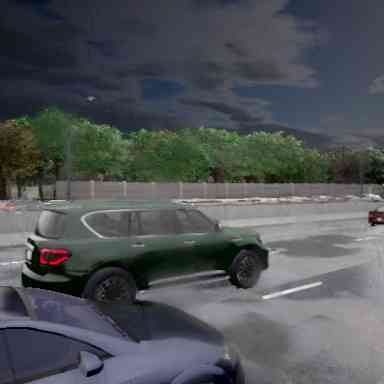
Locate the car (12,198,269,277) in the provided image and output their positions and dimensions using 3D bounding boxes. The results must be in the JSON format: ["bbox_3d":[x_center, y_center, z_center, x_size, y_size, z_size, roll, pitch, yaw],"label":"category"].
[{"bbox_3d":[-0.734,1.232,7.518,5.566,2.045,2.150,0,0,-35],"label":"car"}]

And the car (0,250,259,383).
[{"bbox_3d":[-1.535,1.565,2.774,4.181,1.385,1.994,0,0,-35],"label":"car"}]

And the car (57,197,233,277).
[{"bbox_3d":[-1.413,1.237,11.330,5.566,2.045,2.150,0,0,-35],"label":"car"}]

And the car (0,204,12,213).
[{"bbox_3d":[-9.217,1.574,18.907,4.181,1.385,1.994,0,0,-35],"label":"car"}]

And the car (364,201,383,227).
[{"bbox_3d":[13.601,1.549,21.960,5.008,1.535,1.882,0,0,-35],"label":"car"}]

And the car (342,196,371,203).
[{"bbox_3d":[22.375,1.516,45.448,5.008,1.535,1.882,-1,0,-35],"label":"car"}]

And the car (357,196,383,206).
[{"bbox_3d":[29.240,1.435,54.452,4.674,1.442,1.812,-1,1,-34],"label":"car"}]

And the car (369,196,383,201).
[{"bbox_3d":[25.466,1.591,43.332,4.181,1.385,1.994,-1,0,-35],"label":"car"}]

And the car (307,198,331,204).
[{"bbox_3d":[19.954,1.584,52.270,4.181,1.385,1.994,-1,0,-35],"label":"car"}]

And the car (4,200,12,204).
[{"bbox_3d":[-10.976,1.502,21.950,4.902,1.511,2.128,0,0,-35],"label":"car"}]
